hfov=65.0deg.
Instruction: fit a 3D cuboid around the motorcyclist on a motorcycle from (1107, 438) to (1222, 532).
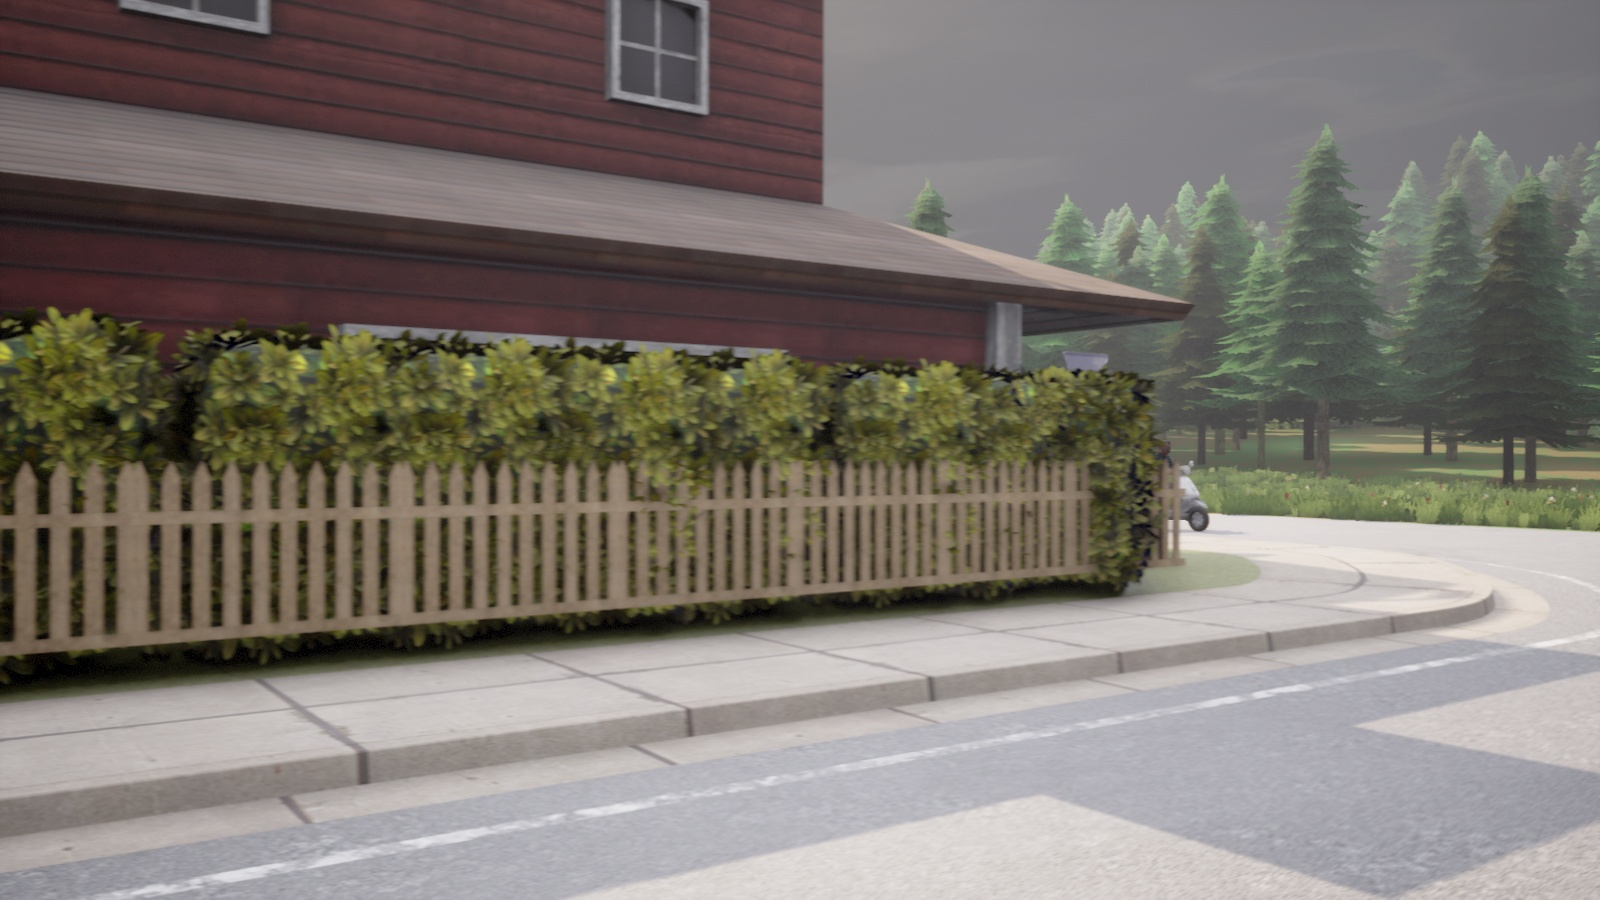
[{"bbox_3d":[6.437,0.597,22.242,0.866,1.590,1.817,0,0,-35],"label":"motorcyclist on a motorcycle"}]
